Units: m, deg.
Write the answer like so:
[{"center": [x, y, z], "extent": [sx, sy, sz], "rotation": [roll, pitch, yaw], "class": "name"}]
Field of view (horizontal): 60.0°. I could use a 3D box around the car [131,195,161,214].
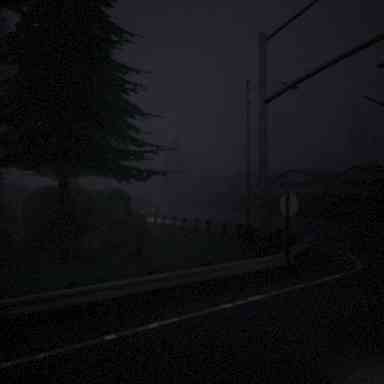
[{"center": [-5.171, 1.309, 32.820], "extent": [2.150, 2.045, 5.566], "rotation": [0, 0, -35], "class": "car"}]
